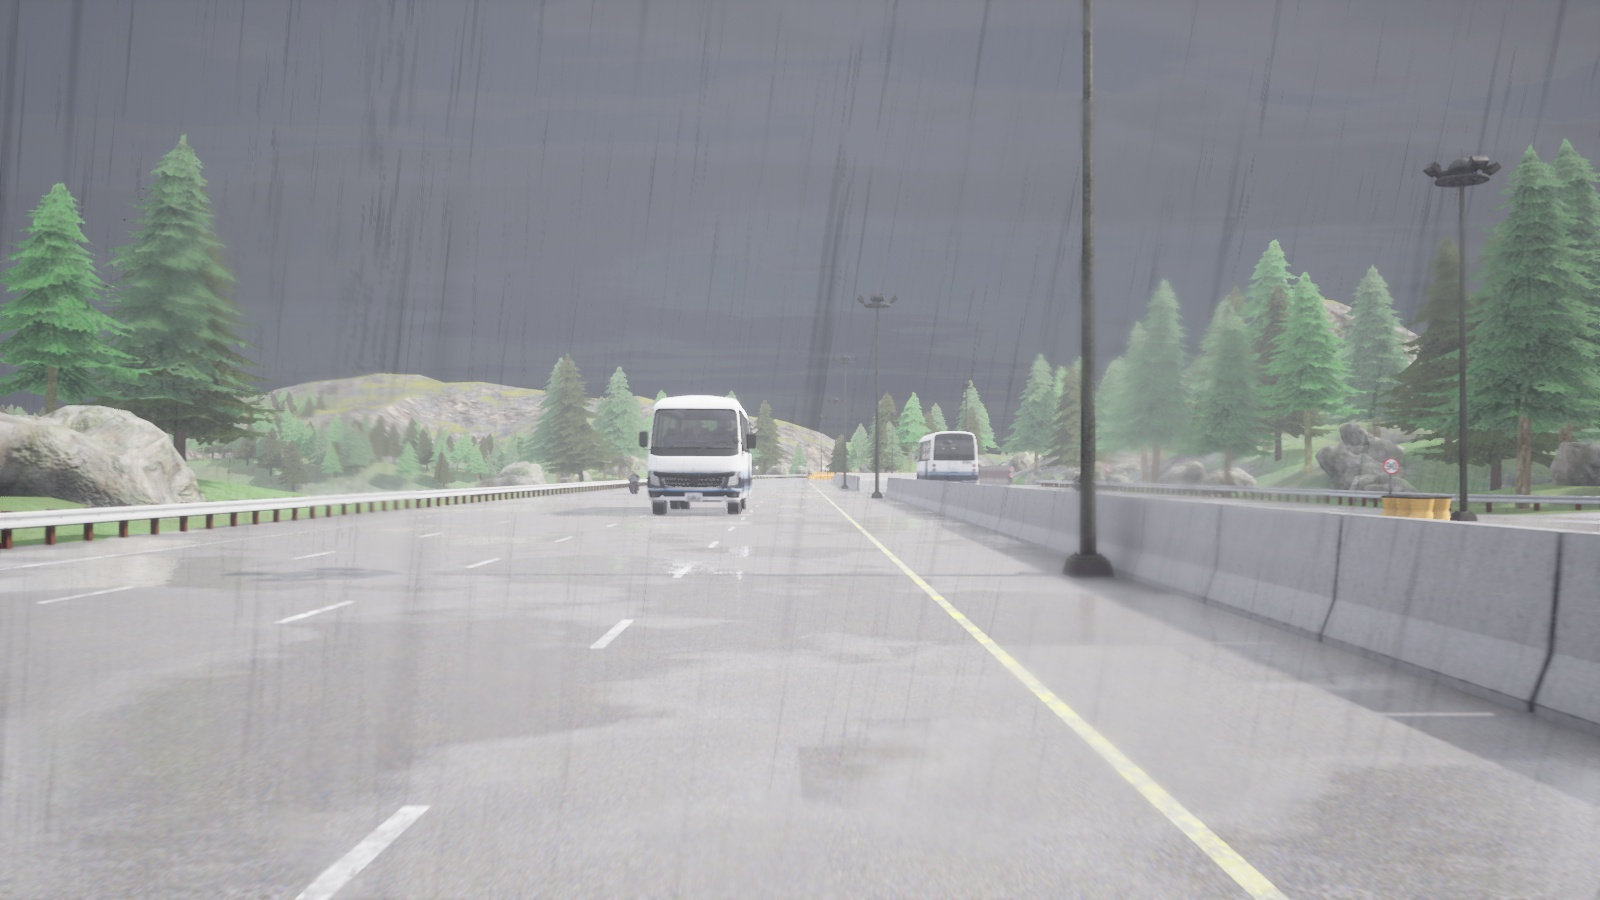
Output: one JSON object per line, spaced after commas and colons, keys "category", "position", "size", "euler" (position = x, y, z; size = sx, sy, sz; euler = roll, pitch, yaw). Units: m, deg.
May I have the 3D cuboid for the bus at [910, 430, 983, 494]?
{"category": "bus", "position": [10.285, 0.893, 89.378], "size": [3.944, 4.253, 10.273], "euler": [0, -1, 0]}

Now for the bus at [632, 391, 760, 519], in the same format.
{"category": "bus", "position": [-3.616, 0.239, 46.958], "size": [3.944, 4.253, 10.273], "euler": [0, -1, 0]}

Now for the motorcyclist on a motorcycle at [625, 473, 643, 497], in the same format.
{"category": "motorcyclist on a motorcycle", "position": [-10.690, 2.249, 81.022], "size": [0.866, 1.530, 2.191], "euler": [0, -1, 0]}
